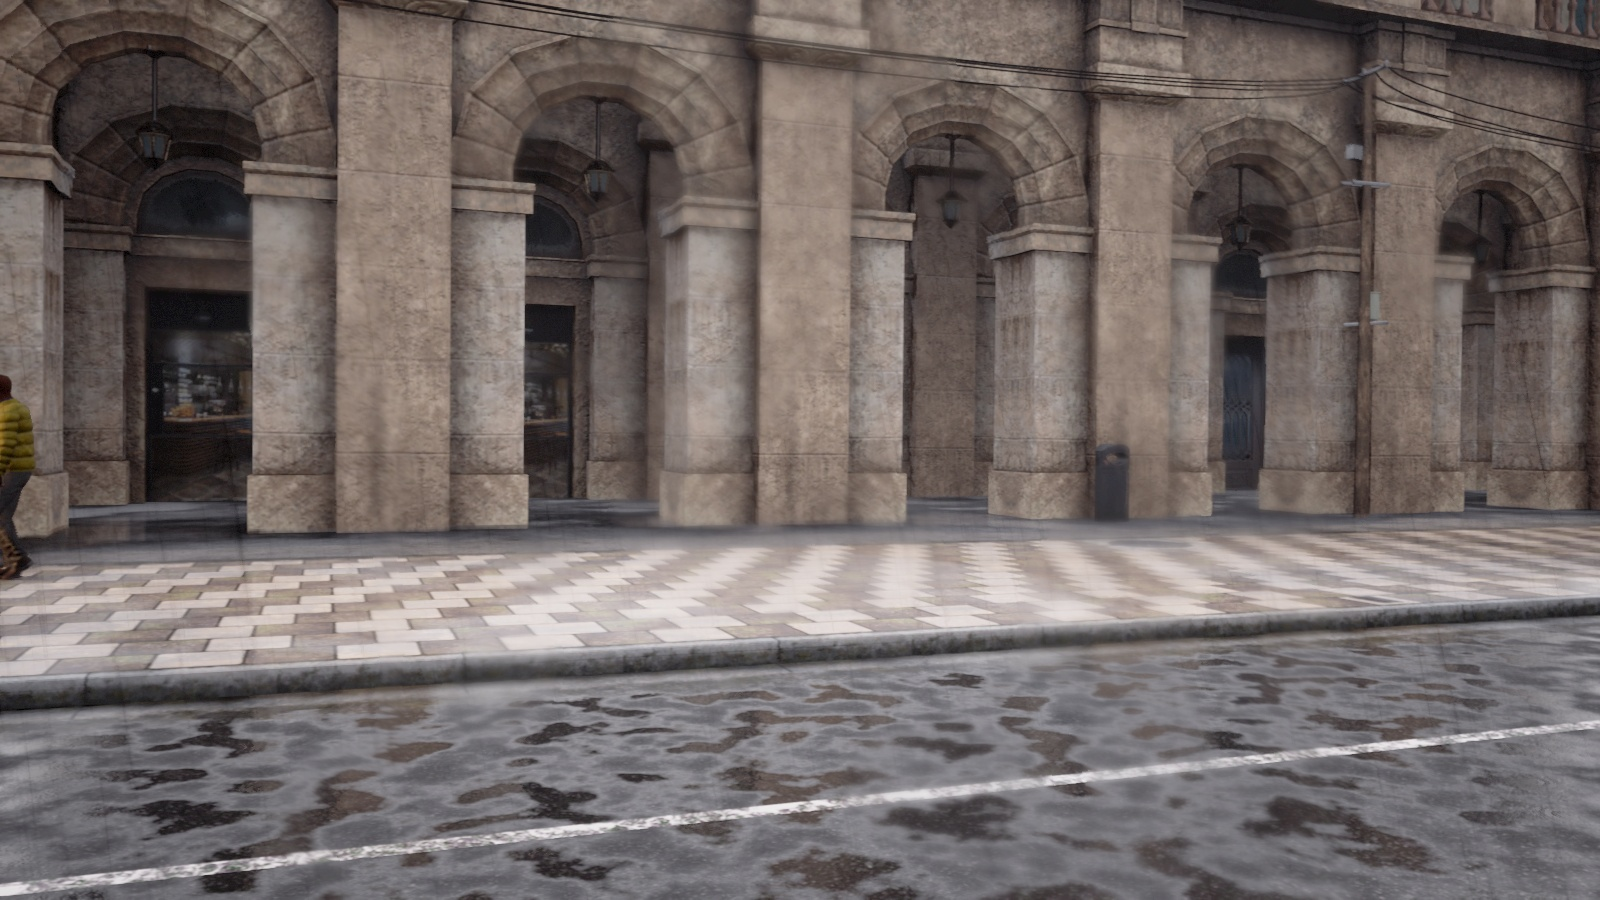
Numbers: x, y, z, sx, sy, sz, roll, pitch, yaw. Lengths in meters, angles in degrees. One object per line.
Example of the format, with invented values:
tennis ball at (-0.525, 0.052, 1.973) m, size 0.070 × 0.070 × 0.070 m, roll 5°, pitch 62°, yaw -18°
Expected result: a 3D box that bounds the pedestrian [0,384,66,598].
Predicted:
pedestrian at (-6.875, 0.352, 10.957) m, size 0.726 × 1.835 × 0.370 m, roll -1°, pitch 1°, yaw -21°
